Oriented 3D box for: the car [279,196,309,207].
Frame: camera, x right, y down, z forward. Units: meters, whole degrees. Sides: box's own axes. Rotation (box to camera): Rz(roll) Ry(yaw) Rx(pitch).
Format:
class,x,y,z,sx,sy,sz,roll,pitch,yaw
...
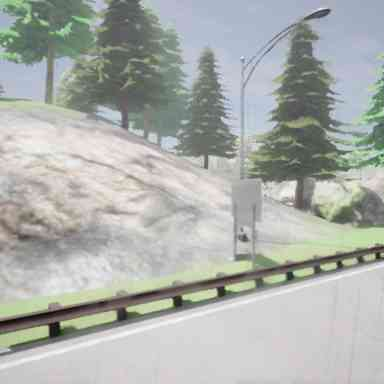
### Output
class,x,y,z,sx,sy,sz,roll,pitch,yaw
car,17.438,1.547,56.777,2.097,1.767,4.553,0,0,-36
